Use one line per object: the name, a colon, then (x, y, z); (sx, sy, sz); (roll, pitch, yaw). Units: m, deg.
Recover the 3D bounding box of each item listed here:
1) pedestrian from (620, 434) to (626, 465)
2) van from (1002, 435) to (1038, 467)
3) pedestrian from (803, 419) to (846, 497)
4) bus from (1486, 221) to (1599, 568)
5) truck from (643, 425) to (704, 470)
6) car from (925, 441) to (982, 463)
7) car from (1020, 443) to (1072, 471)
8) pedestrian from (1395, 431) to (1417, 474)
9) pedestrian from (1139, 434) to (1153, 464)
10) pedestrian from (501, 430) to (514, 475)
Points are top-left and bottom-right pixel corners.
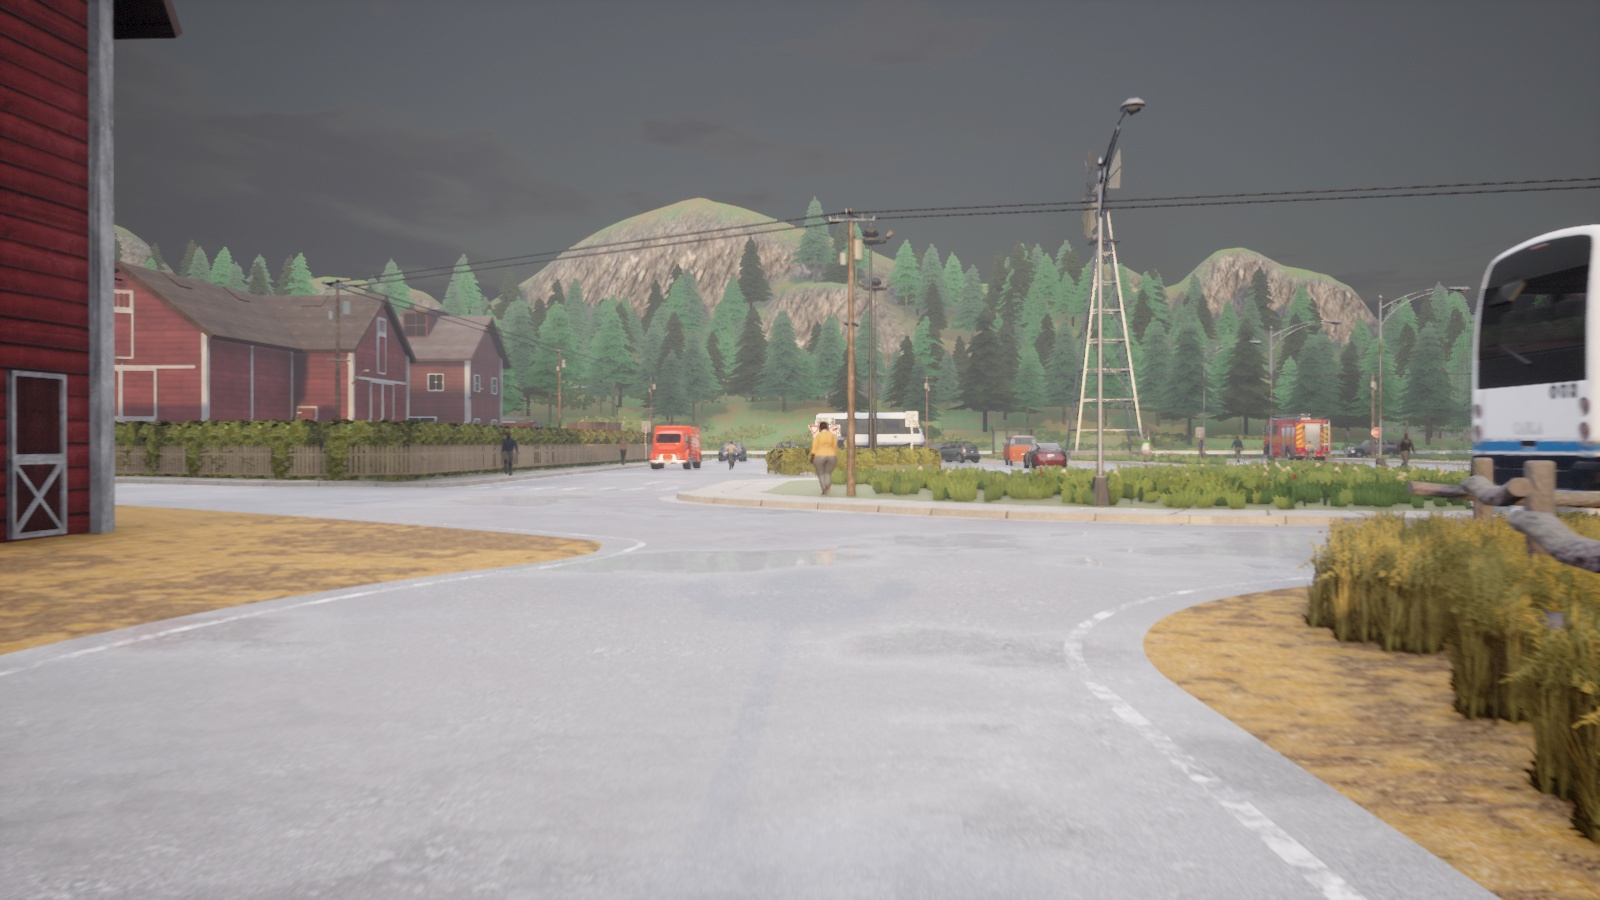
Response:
pedestrian: (-10.740, -0.037, 76.209); (0.331, 1.846, 0.634); (0, 0, -5)
van: (14.296, 0.050, 81.706); (1.775, 1.987, 4.442); (0, 0, 3)
pedestrian: (0.590, 0.184, 30.370); (0.874, 1.855, 0.900); (0, 0, -12)
bus: (14.974, -0.708, 15.952); (10.273, 4.253, 3.944); (0, 0, 3)
truck: (-7.124, -0.148, 71.325); (2.627, 2.467, 5.204); (0, 0, 3)
car: (11.248, 0.133, 92.302); (1.851, 1.617, 3.988); (0, 0, -38)
car: (13.661, 0.362, 70.052); (2.163, 1.488, 4.792); (0, 0, 3)
pedestrian: (26.980, 0.108, 55.905); (0.563, 1.883, 0.849); (0, 0, 2)
pedestrian: (22.737, -0.047, 82.517); (0.659, 1.952, 0.873); (0, 0, -2)
pedestrian: (-11.850, 0.105, 50.907); (0.370, 1.835, 0.726); (0, 0, 0)
